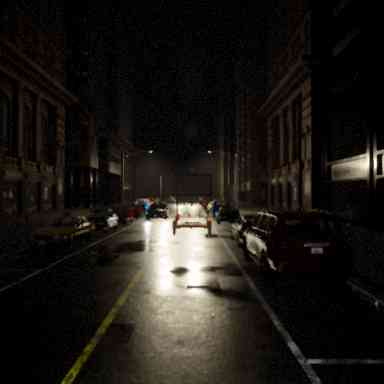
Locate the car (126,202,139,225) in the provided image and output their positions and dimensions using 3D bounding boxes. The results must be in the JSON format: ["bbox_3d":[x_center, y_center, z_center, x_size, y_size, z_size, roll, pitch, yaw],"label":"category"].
[{"bbox_3d":[-5.767,1.789,26.576,1.887,1.381,4.507,0,-1,0],"label":"car"}]

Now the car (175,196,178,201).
[{"bbox_3d":[-5.777,2.466,93.993,1.947,1.339,4.313,0,-1,0],"label":"car"}]

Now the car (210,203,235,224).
[{"bbox_3d":[2.758,1.796,26.588,2.008,1.369,4.403,0,-1,0],"label":"car"}]

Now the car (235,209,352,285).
[{"bbox_3d":[2.761,1.404,9.735,2.192,1.841,5.009,0,-1,0],"label":"car"}]

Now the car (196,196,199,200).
[{"bbox_3d":[2.749,2.284,88.392,1.967,1.590,4.097,0,-1,0],"label":"car"}]

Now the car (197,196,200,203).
[{"bbox_3d":[2.751,2.297,77.154,1.947,1.339,4.313,0,-1,0],"label":"car"}]

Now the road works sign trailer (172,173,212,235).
[{"bbox_3d":[-0.003,0.647,19.964,2.380,3.560,2.880,0,-1,0],"label":"road works sign trailer"}]

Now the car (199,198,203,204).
[{"bbox_3d":[2.753,2.147,60.298,1.802,1.307,4.206,0,-1,0],"label":"car"}]

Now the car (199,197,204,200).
[{"bbox_3d":[2.752,2.146,66.088,1.752,1.417,4.829,0,-1,0],"label":"car"}]

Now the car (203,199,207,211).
[{"bbox_3d":[2.756,1.932,43.614,1.752,1.417,4.829,0,-1,0],"label":"car"}]

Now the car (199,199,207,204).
[{"bbox_3d":[2.750,2.332,82.773,1.887,1.381,4.507,0,-1,0],"label":"car"}]

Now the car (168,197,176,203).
[{"bbox_3d":[-5.776,2.425,88.375,1.802,1.307,4.206,0,-1,0],"label":"car"}]

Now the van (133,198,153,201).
[{"bbox_3d":[-5.768,1.692,37.814,1.690,1.788,3.998,0,-1,0],"label":"van"}]

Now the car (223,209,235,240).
[{"bbox_3d":[2.760,1.692,15.351,2.008,1.369,4.403,0,-1,0],"label":"car"}]

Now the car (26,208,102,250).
[{"bbox_3d":[-5.765,1.664,15.169,1.752,1.417,4.829,0,-1,0],"label":"car"}]

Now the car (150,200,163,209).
[{"bbox_3d":[-5.771,2.034,54.497,1.752,1.417,4.829,0,-1,0],"label":"car"}]

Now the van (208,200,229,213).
[{"bbox_3d":[2.757,1.639,32.208,1.690,1.788,3.998,0,-1,0],"label":"van"}]

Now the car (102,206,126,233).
[{"bbox_3d":[-5.766,1.743,20.963,2.008,1.369,4.403,0,-1,0],"label":"car"}]

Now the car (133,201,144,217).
[{"bbox_3d":[-5.768,1.842,32.194,1.887,1.381,4.507,0,-1,0],"label":"car"}]

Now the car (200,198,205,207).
[{"bbox_3d":[2.754,2.093,54.680,1.802,1.307,4.206,0,-1,0],"label":"car"}]

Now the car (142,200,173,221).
[{"bbox_3d":[-3.101,1.787,30.580,1.837,1.490,4.892,0,-1,0],"label":"car"}]
